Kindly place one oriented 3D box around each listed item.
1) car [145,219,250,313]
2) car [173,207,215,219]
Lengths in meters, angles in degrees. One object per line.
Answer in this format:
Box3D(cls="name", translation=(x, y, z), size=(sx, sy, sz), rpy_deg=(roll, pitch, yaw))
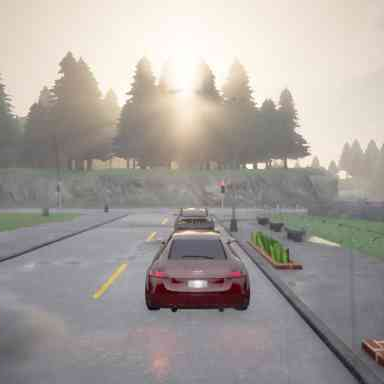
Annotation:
Box3D(cls="car", translation=(0.103, 1.564, 7.774), size=(1.994, 1.385, 4.181), rpy_deg=(0, 0, 0))
Box3D(cls="car", translation=(0.105, 1.505, 16.686), size=(1.837, 1.490, 4.892), rpy_deg=(0, 0, 0))
